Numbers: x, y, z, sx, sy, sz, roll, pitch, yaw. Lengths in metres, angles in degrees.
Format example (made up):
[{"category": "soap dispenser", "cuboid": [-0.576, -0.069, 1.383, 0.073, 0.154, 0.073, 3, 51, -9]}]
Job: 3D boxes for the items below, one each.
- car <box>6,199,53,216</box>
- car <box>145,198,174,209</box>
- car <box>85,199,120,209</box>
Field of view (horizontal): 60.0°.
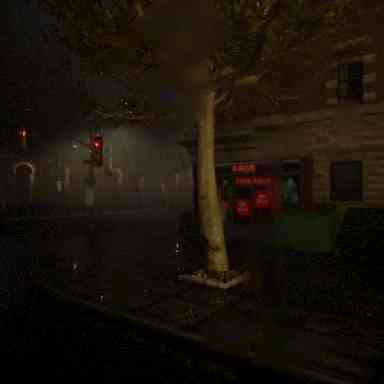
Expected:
[{"category": "car", "cuboid": [-15.121, 1.450, 29.939, 1.882, 1.535, 5.008, 0, 0, 36]}, {"category": "car", "cuboid": [-4.315, 1.498, 44.673, 1.812, 1.442, 4.674, 0, 0, 36]}, {"category": "car", "cuboid": [-12.130, 1.561, 45.281, 1.895, 1.301, 4.718, 0, 0, 36]}]
